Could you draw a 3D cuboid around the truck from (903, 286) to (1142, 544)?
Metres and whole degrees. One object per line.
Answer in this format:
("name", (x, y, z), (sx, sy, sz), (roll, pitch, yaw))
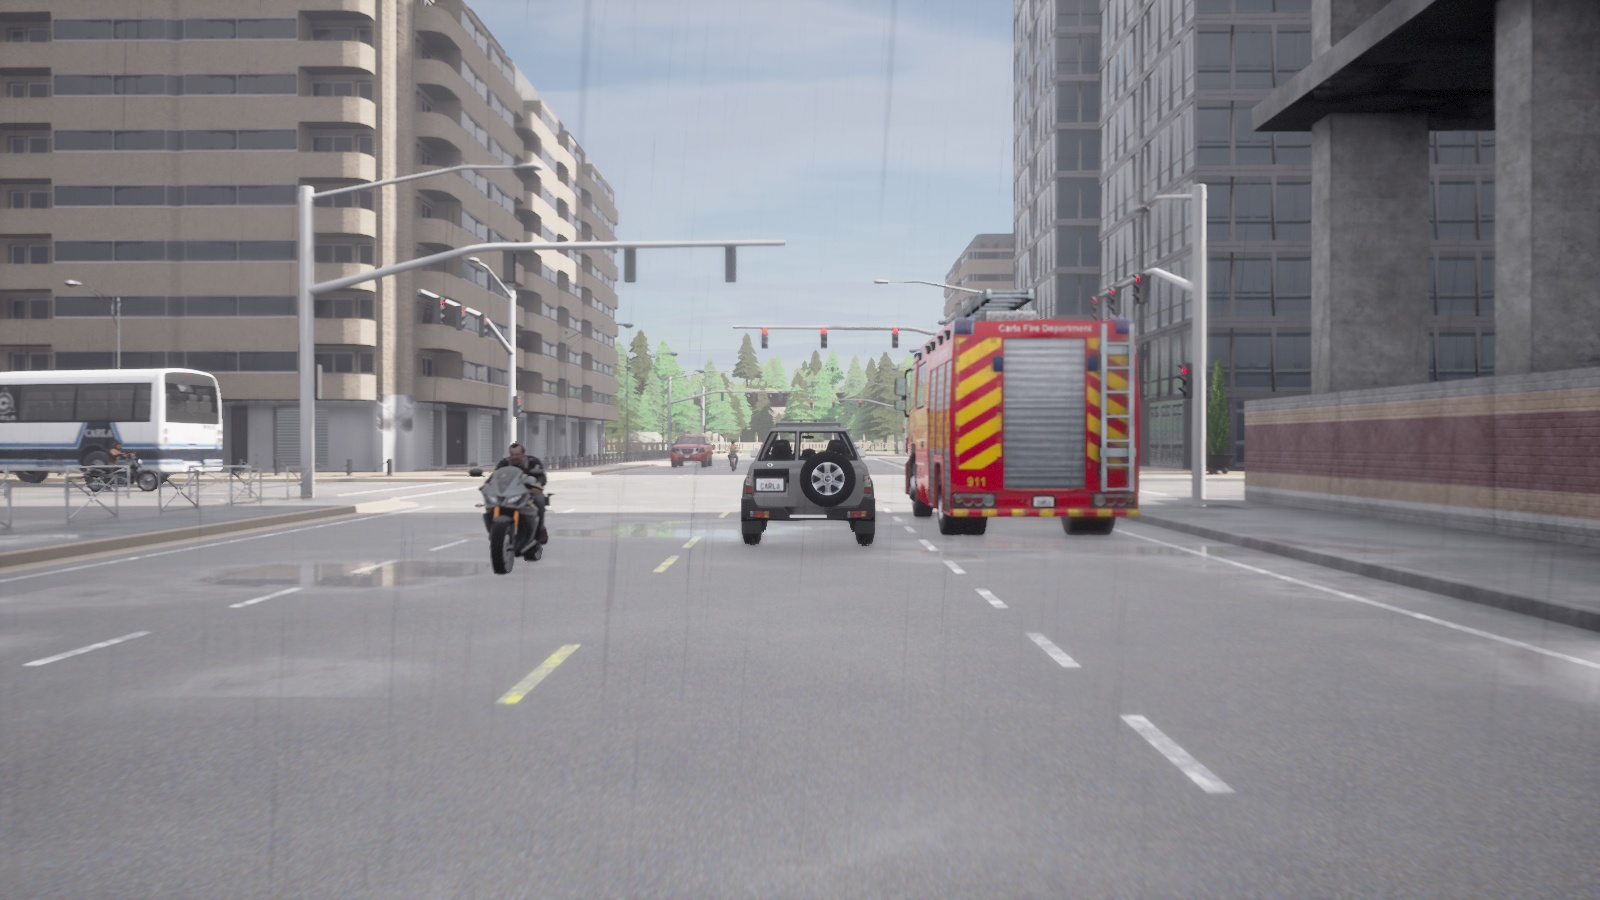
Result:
("truck", (3.646, -0.544, 22.882), (2.891, 3.827, 8.468), (0, 0, 0))

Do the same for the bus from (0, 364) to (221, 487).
("bus", (-27.301, -0.859, 46.688), (10.273, 4.253, 3.944), (0, 0, 14))

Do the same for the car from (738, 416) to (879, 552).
("car", (0.126, 0.453, 19.540), (1.932, 1.855, 4.605), (0, 0, 0))

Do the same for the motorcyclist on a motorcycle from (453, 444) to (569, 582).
("motorcyclist on a motorcycle", (-3.400, 0.694, 14.994), (0.866, 1.530, 2.191), (0, 0, 0))

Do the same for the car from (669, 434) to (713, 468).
("car", (-6.735, 0.020, 78.094), (2.150, 2.045, 5.566), (0, 0, 1))

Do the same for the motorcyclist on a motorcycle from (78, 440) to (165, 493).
("motorcyclist on a motorcycle", (-21.581, 0.510, 39.981), (2.350, 1.649, 0.766), (0, 0, 1))
